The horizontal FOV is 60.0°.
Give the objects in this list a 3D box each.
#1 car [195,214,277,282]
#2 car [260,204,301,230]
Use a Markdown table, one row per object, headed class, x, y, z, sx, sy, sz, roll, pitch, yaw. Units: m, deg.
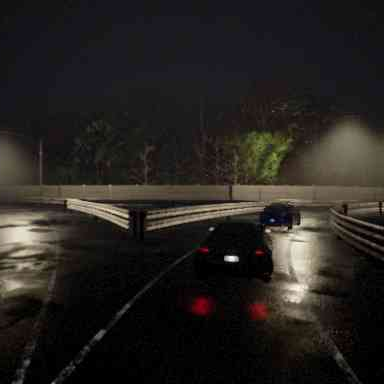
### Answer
| class | x | y | z | sx | sy | sz | roll | pitch | yaw |
| --- | --- | --- | --- | --- | --- | --- | --- | --- | --- |
| car | 1.390 | 1.573 | 9.935 | 1.994 | 1.385 | 4.181 | 0 | 0 | 13 |
| car | 5.821 | 1.512 | 21.632 | 1.882 | 1.535 | 5.008 | 0 | 0 | 27 |
